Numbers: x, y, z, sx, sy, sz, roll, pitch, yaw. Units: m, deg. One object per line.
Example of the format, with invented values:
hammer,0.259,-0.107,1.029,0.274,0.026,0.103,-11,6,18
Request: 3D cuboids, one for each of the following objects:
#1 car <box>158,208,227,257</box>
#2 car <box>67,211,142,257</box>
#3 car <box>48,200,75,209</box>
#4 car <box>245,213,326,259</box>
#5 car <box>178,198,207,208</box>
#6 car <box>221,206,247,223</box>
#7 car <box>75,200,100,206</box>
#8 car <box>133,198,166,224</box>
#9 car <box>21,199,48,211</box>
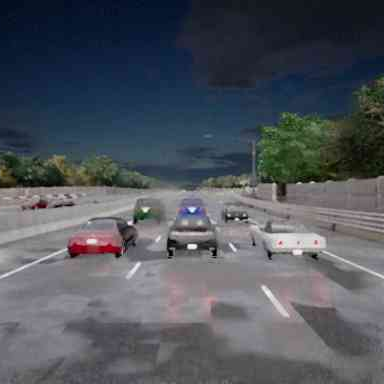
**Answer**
car,0.029,1.630,13.525,2.128,1.511,4.902,0,0,1
car,-3.467,1.702,13.574,1.994,1.385,4.181,0,-1,0
car,-17.490,1.783,45.772,1.895,1.301,4.718,0,1,0
car,3.525,1.736,13.260,1.895,1.301,4.718,0,-1,0
car,0.026,1.486,27.582,2.150,2.045,5.566,0,0,0
car,3.534,1.865,28.243,1.895,1.301,4.718,0,0,0
car,-13.996,1.749,45.567,1.994,1.385,4.181,0,1,0
car,-3.474,1.486,27.595,2.150,2.045,5.566,0,0,0
car,-21.003,1.673,44.760,1.882,1.535,5.008,0,0,1
